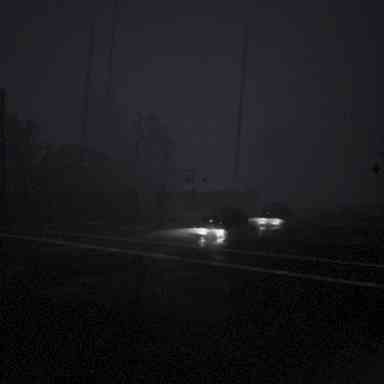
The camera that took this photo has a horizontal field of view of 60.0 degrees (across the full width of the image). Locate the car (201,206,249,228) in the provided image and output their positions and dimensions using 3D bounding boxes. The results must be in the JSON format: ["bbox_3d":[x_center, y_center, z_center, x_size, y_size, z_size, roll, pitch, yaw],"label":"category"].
[{"bbox_3d":[2.328,1.684,23.154,1.994,1.385,4.181,-1,0,34],"label":"car"}]

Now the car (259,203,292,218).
[{"bbox_3d":[7.932,1.687,31.429,1.994,1.385,4.181,-1,0,34],"label":"car"}]
